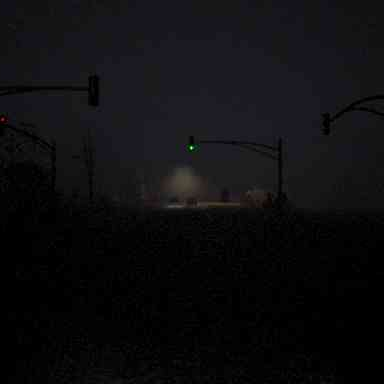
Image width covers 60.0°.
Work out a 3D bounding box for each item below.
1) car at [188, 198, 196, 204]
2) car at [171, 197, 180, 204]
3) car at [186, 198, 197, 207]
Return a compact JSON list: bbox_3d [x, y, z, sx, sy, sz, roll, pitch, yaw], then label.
[{"bbox_3d":[-0.064,2.075,77.187,1.837,1.490,4.892,0,-1,0],"label":"car"},{"bbox_3d":[-3.559,1.796,71.356,1.837,1.490,4.892,0,-1,0],"label":"car"},{"bbox_3d":[-0.055,1.989,67.152,2.097,1.767,4.553,0,-1,0],"label":"car"}]
